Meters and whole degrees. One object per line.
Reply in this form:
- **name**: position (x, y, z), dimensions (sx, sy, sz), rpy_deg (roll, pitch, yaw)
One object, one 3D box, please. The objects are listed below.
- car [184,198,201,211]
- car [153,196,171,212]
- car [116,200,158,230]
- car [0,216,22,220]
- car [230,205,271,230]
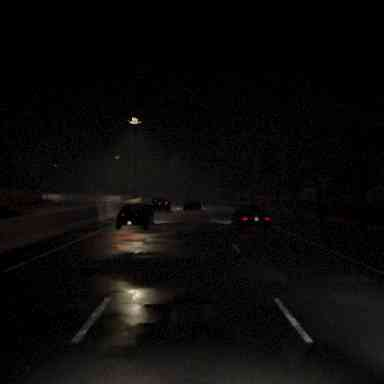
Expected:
- **car**: position (0.022, 1.397, 39.893), dimensions (1.882, 1.535, 5.008), rpy_deg (0, 0, -1)
- **car**: position (-3.462, 1.276, 37.280), dimensions (2.097, 1.767, 4.553), rpy_deg (0, 0, 0)
- **car**: position (-3.487, 1.463, 21.019), dimensions (1.837, 1.490, 4.892), rpy_deg (0, 0, 0)
- **car**: position (-10.532, 1.472, 17.007), dimensions (1.837, 1.490, 4.892), rpy_deg (0, 0, 0)
- **car**: position (3.508, 1.506, 20.588), dimensions (2.033, 1.411, 5.357), rpy_deg (0, 0, 0)
